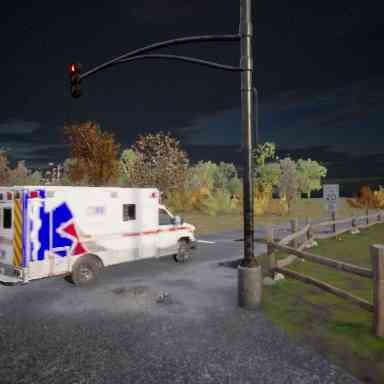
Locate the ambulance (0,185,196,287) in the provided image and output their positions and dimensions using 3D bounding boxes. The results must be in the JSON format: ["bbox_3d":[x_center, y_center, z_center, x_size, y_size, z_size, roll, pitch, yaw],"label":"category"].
[{"bbox_3d":[-2.518,1.141,9.886,2.351,2.431,6.366,-2,-2,40],"label":"ambulance"}]
